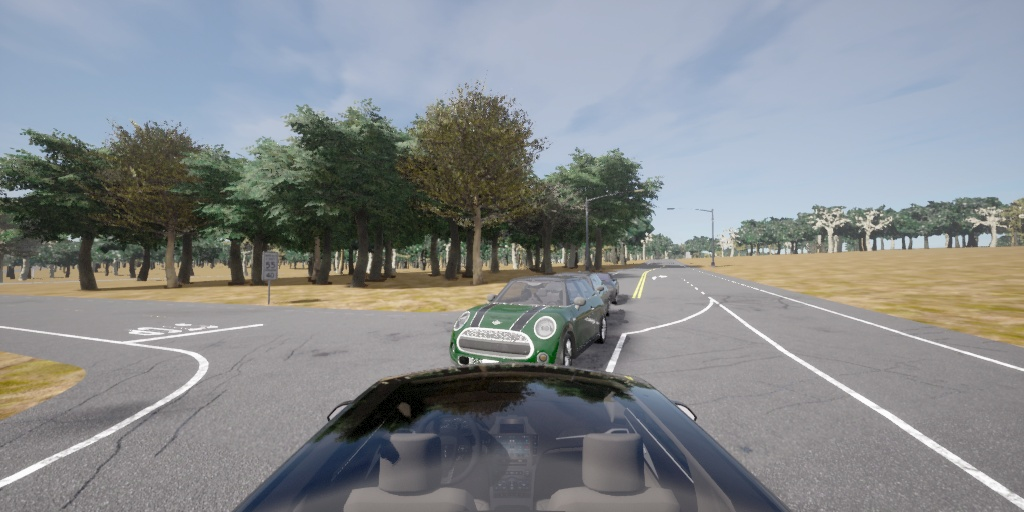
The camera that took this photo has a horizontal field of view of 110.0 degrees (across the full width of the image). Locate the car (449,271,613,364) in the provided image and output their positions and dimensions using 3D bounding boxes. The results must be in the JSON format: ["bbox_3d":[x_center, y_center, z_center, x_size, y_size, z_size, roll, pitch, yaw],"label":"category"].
[{"bbox_3d":[0.627,1.217,7.763,2.097,1.767,4.553,-1,-2,26],"label":"car"}]

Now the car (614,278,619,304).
[{"bbox_3d":[4.236,1.508,17.800,1.994,1.385,4.181,-1,0,19],"label":"car"}]
